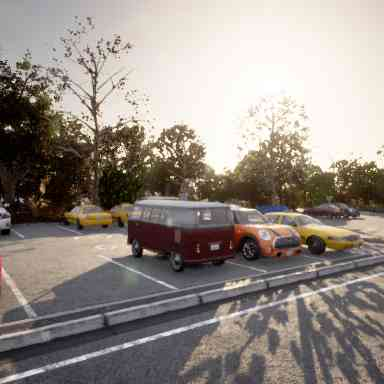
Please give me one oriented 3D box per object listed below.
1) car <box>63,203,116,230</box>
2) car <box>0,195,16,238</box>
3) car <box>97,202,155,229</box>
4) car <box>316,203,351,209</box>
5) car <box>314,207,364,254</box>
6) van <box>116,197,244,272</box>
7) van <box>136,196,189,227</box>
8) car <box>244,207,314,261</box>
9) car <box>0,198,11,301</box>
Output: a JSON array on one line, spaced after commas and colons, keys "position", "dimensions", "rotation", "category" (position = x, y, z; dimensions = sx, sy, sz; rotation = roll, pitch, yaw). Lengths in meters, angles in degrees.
[{"position": [-6.911, 1.498, 21.642], "dimensions": [1.946, 1.575, 5.366], "rotation": [1, 0, -36], "category": "car"}, {"position": [-11.425, 1.205, 18.129], "dimensions": [2.435, 2.045, 5.566], "rotation": [0, 0, -36], "category": "car"}, {"position": [-4.751, 1.529, 23.196], "dimensions": [1.946, 1.575, 5.366], "rotation": [1, -1, -36], "category": "car"}, {"position": [14.513, 2.115, 36.798], "dimensions": [2.002, 1.452, 4.674], "rotation": [2, -1, -36], "category": "car"}, {"position": [4.374, 1.558, 14.193], "dimensions": [1.946, 1.575, 5.366], "rotation": [1, -1, -36], "category": "car"}, {"position": [-0.632, 1.265, 10.960], "dimensions": [1.878, 1.987, 4.442], "rotation": [1, 0, -36], "category": "van"}, {"position": [-2.305, 1.345, 24.585], "dimensions": [1.878, 1.987, 4.442], "rotation": [1, -1, -36], "category": "van"}, {"position": [1.881, 1.395, 12.665], "dimensions": [2.185, 1.767, 4.553], "rotation": [1, -1, -36], "category": "car"}, {"position": [-5.603, 1.198, 7.266], "dimensions": [2.435, 2.045, 5.566], "rotation": [0, 0, -36], "category": "car"}]
